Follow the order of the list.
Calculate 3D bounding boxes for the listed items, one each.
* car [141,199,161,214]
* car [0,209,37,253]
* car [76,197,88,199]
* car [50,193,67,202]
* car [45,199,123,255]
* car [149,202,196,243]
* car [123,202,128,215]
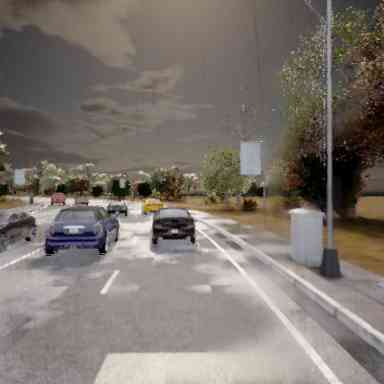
[{"bbox_3d":[-4.112,1.418,34.122,1.882,1.535,5.008,0,0,-13],"label":"car"},{"bbox_3d":[-7.924,1.479,13.522,2.128,1.511,4.902,0,0,-6],"label":"car"},{"bbox_3d":[-17.779,1.474,53.622,1.994,1.385,4.181,0,0,-21],"label":"car"},{"bbox_3d":[-21.519,1.130,53.622,2.150,2.045,5.566,0,0,-22],"label":"car"},{"bbox_3d":[-4.222,1.333,13.459,2.097,1.767,4.553,0,0,-5],"label":"car"},{"bbox_3d":[-0.957,1.448,16.037,1.882,1.535,5.008,0,0,-6],"label":"car"},{"bbox_3d":[-7.271,1.548,32.376,1.895,1.301,4.718,0,0,-13],"label":"car"}]
